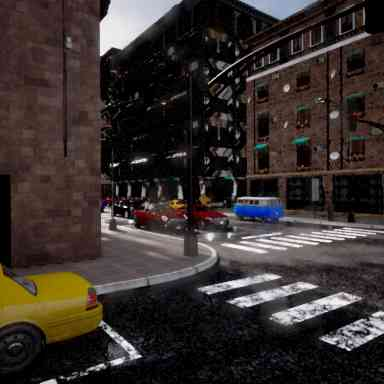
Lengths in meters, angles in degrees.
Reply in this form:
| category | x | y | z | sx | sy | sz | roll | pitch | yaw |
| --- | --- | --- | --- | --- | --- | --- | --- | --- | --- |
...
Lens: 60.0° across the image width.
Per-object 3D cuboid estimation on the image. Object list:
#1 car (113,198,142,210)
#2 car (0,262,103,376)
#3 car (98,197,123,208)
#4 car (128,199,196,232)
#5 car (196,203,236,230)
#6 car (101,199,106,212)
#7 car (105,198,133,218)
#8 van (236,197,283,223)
| category | x | y | z | sx | sy | sz | roll | pitch | yaw |
| --- | --- | --- | --- | --- | --- | --- | --- | --- | --- |
| car | -8.423 | 1.463 | 43.234 | 1.887 | 1.381 | 4.507 | -1 | 0 | -36 |
| car | -3.590 | 1.525 | 4.004 | 4.829 | 1.417 | 1.752 | 0 | 0 | -36 |
| car | -11.752 | 1.463 | 47.813 | 1.887 | 1.381 | 4.507 | -1 | 0 | -36 |
| car | -1.895 | 1.441 | 20.004 | 1.967 | 1.590 | 4.097 | 0 | 0 | -36 |
| car | 0.404 | 1.508 | 21.248 | 1.812 | 1.442 | 4.674 | -1 | 0 | -34 |
| car | -11.910 | 1.183 | 38.195 | 2.150 | 2.045 | 5.566 | -1 | 0 | -36 |
| car | -5.640 | 1.473 | 29.555 | 1.837 | 1.490 | 4.892 | -1 | 0 | -36 |
| van | 4.894 | 1.281 | 24.917 | 1.690 | 1.788 | 3.998 | 0 | 0 | -36 |
